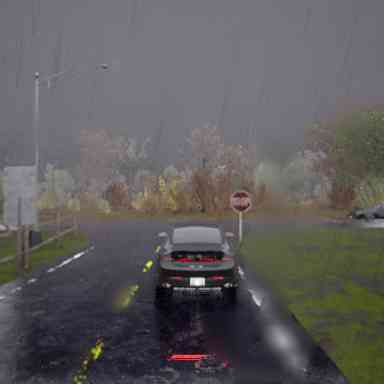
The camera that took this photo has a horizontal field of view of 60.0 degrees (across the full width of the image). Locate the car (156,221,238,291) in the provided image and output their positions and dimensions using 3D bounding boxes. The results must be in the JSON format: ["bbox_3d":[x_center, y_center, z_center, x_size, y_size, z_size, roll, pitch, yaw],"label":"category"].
[{"bbox_3d":[0.117,1.543,9.095,1.837,1.490,4.892,0,0,0],"label":"car"}]

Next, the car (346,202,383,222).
[{"bbox_3d":[14.849,1.509,25.513,5.357,1.411,2.033,0,0,1],"label":"car"}]
